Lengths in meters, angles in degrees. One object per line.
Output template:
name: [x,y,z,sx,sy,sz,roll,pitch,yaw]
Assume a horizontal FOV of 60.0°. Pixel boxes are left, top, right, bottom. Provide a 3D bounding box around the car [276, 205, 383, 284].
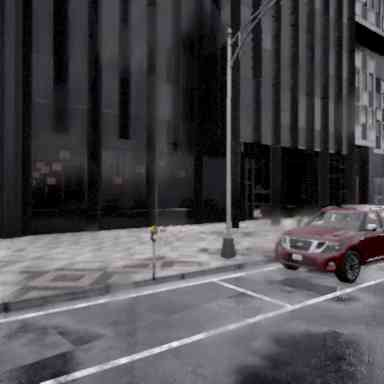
car: [4.719,1.337,9.895,5.009,1.841,2.192,0,0,-36]
